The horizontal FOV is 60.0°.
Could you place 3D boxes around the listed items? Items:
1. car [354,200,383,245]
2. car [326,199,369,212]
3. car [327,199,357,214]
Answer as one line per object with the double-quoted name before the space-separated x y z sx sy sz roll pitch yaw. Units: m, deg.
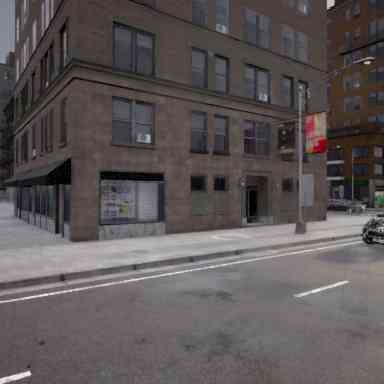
"car" 9.329 1.352 14.347 4.553 1.767 2.097 0 0 -36
"car" 18.713 1.580 40.134 1.947 1.339 4.313 0 0 -35
"car" 15.641 1.485 34.974 2.128 1.511 4.902 0 0 -35
